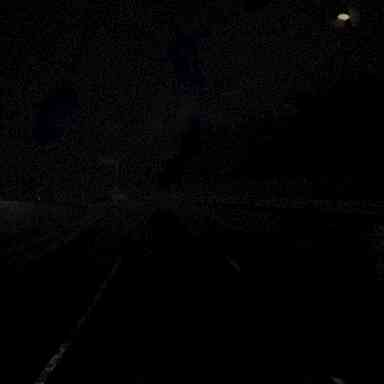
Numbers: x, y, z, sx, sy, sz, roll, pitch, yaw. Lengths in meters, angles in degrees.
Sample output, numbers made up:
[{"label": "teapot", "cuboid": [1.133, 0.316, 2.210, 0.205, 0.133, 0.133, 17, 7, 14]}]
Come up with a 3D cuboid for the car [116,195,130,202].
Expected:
[{"label": "car", "cuboid": [-13.524, 1.225, 63.282, 1.812, 1.442, 4.674, -1, 0, -38]}]

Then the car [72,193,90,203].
[{"label": "car", "cuboid": [-20.139, 1.326, 60.464, 2.033, 1.411, 5.357, -1, 0, -38]}]

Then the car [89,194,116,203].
[{"label": "car", "cuboid": [-16.567, 1.233, 61.535, 2.128, 1.511, 4.902, -1, 0, -38]}]

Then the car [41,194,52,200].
[{"label": "car", "cuboid": [-35.873, 1.303, 81.919, 4.674, 1.442, 1.812, 0, 0, 38]}]

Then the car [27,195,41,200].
[{"label": "car", "cuboid": [-39.048, 1.416, 80.001, 4.718, 1.301, 1.895, 0, 0, 38]}]
